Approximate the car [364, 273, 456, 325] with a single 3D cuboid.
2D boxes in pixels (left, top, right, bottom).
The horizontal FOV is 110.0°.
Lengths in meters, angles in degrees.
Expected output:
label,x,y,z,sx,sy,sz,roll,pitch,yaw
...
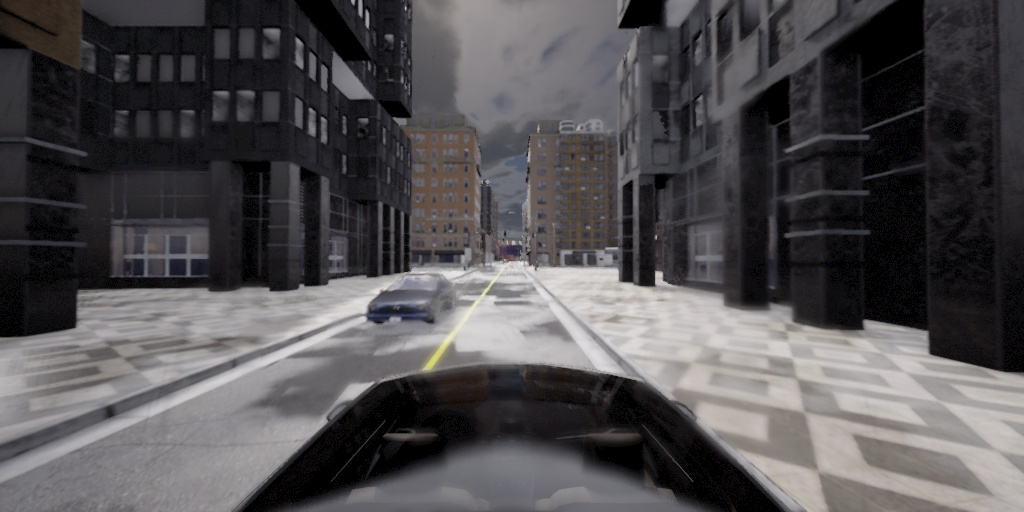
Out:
label,x,y,z,sx,sy,sz,roll,pitch,yaw
car,-3.101,1.305,12.186,2.033,1.411,5.357,0,0,0
